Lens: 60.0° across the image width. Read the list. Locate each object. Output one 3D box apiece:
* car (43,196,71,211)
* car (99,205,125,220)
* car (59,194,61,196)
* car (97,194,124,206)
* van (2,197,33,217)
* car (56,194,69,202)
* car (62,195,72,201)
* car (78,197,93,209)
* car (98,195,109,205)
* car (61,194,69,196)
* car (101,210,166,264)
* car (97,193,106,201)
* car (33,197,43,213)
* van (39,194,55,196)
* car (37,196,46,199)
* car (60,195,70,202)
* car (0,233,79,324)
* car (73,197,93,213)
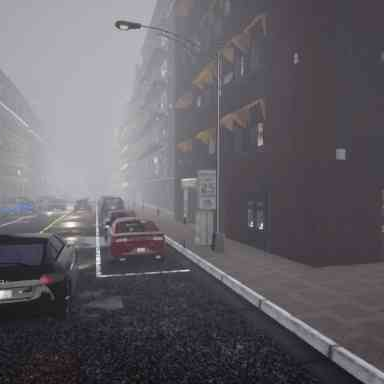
[{"bbox_3d":[-16.156,1.534,40.079,2.033,1.411,5.357,0,0,-16],"label":"car"},{"bbox_3d":[-3.570,1.562,16.899,1.947,1.339,4.313,-1,0,-16],"label":"car"},{"bbox_3d":[-22.616,1.300,52.704,2.192,1.841,5.009,-1,0,-16],"label":"car"},{"bbox_3d":[-6.708,1.308,27.782,2.192,1.841,5.009,-1,0,-16],"label":"car"},{"bbox_3d":[-16.304,1.327,30.945,1.690,1.788,3.998,-1,0,-16],"label":"van"},{"bbox_3d":[-28.876,1.302,74.478,2.192,1.841,5.009,-1,0,-16],"label":"car"},{"bbox_3d":[-32.008,1.556,85.364,1.947,1.339,4.313,-1,0,-16],"label":"car"},{"bbox_3d":[-14.978,1.467,46.839,1.882,1.535,5.008,0,0,-16],"label":"car"},{"bbox_3d":[-16.111,1.432,60.440,1.967,1.590,4.097,-1,0,-16],"label":"car"},{"bbox_3d":[-27.306,1.537,69.036,2.008,1.369,4.403,-1,0,-16],"label":"car"},{"bbox_3d":[-2.098,1.542,11.785,1.887,1.381,4.507,-1,0,-16],"label":"car"},{"bbox_3d":[-23.949,1.311,87.652,2.192,1.841,5.009,-1,0,-16],"label":"car"},{"bbox_3d":[-17.869,1.567,36.389,1.802,1.307,4.206,-1,0,-16],"label":"car"},{"bbox_3d":[-21.021,1.326,47.270,1.690,1.788,3.998,-1,0,-16],"label":"van"},{"bbox_3d":[-19.439,1.567,41.830,1.802,1.307,4.206,-1,0,-16],"label":"car"},{"bbox_3d":[-30.442,1.428,79.921,1.967,1.590,4.097,-1,0,-16],"label":"car"},{"bbox_3d":[-3.532,1.561,7.083,1.994,1.385,4.181,0,0,-16],"label":"car"},{"bbox_3d":[-12.073,1.515,36.932,1.812,1.442,4.674,0,0,-16],"label":"car"}]
